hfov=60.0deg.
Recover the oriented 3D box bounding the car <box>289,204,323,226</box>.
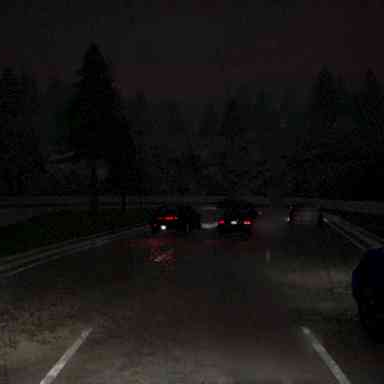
[{"bbox_3d":[7.626,1.466,22.458,1.994,1.385,4.181,0,0,15],"label":"car"}]

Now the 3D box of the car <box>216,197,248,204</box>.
[{"bbox_3d":[4.547,1.307,38.803,1.882,1.535,5.008,1,0,-25],"label":"car"}]

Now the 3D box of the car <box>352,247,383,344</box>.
[{"bbox_3d":[3.692,1.208,3.185,2.150,2.045,5.566,0,0,2],"label":"car"}]

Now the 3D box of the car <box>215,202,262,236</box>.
[{"bbox_3d":[2.669,1.469,17.886,2.033,1.411,5.357,0,0,16],"label":"car"}]

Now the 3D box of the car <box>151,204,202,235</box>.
[{"bbox_3d":[-0.745,1.424,18.323,1.837,1.490,4.892,0,0,15],"label":"car"}]
